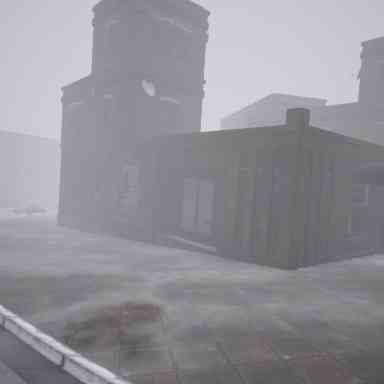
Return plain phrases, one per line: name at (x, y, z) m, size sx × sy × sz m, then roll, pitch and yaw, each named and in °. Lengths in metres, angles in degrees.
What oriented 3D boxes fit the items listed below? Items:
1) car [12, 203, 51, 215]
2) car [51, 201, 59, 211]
car at (-20.240, 2.106, 41.610) m, size 2.033 × 1.411 × 5.357 m, roll 4°, pitch -2°, yaw 3°
car at (-21.679, 2.212, 53.624) m, size 2.128 × 1.511 × 4.902 m, roll 4°, pitch -1°, yaw 16°
